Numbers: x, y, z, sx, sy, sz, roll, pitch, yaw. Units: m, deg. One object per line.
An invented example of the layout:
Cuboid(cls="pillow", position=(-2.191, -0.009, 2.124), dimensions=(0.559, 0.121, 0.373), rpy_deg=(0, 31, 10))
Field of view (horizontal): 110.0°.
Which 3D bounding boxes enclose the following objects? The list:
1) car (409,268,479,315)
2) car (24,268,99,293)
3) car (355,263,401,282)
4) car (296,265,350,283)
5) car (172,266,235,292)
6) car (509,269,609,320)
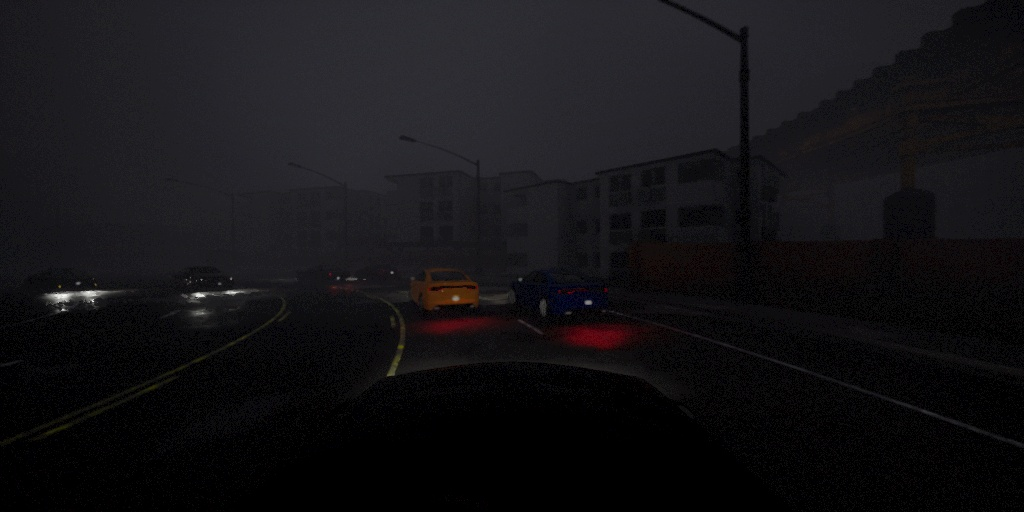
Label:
Cuboid(cls="car", position=(-2.742, 1.204, 13.713), dimensions=(1.882, 1.535, 5.008), rpy_deg=(0, 0, -23))
Cuboid(cls="car", position=(-27.554, 1.446, 21.968), dimensions=(4.181, 1.385, 1.994), rpy_deg=(0, 0, 21))
Cuboid(cls="car", position=(-10.974, 1.295, 29.276), dimensions=(4.181, 1.385, 1.994), rpy_deg=(0, 0, 38))
Cuboid(cls="car", position=(-14.730, 1.365, 27.795), dimensions=(4.718, 1.301, 1.895), rpy_deg=(0, 0, 34))
Cuboid(cls="car", position=(-18.944, 1.343, 21.930), dimensions=(4.674, 1.442, 1.812), rpy_deg=(0, 0, 30))
Cuboid(cls="car", position=(1.403, 1.177, 12.619), dimensions=(1.882, 1.535, 5.008), rpy_deg=(0, 0, -19))
